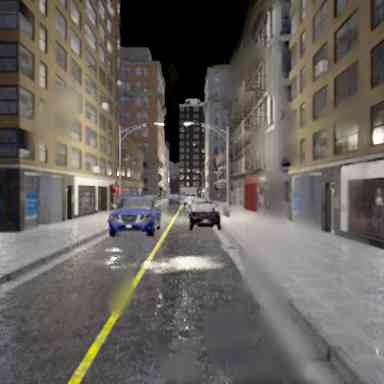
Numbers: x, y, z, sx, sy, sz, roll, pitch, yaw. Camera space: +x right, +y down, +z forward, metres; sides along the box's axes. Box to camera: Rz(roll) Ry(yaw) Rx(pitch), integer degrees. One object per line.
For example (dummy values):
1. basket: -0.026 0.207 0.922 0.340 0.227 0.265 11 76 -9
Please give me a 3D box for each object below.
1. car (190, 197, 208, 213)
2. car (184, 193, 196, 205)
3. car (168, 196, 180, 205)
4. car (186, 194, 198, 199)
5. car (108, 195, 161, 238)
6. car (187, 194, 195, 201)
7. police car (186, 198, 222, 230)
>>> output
1. car: 0.697 1.422 36.921 1.882 1.535 5.008 0 0 0
2. car: -0.193 1.136 55.421 2.150 2.045 5.566 0 0 0
3. car: -2.995 1.458 57.792 2.033 1.411 5.357 0 0 1
4. car: 0.718 1.306 30.891 2.097 1.767 4.553 0 0 0
5. car: -2.911 1.197 18.032 2.150 2.045 5.566 0 0 0
6. car: -0.256 1.228 73.515 1.812 1.442 4.674 0 0 0
7. police car: 0.753 1.397 21.031 1.930 1.638 5.238 0 0 0
